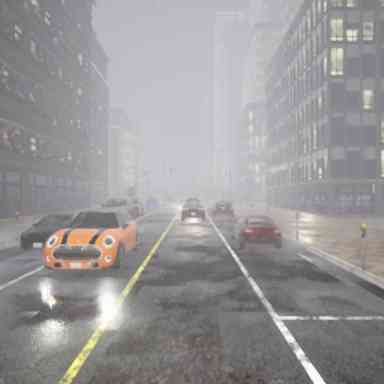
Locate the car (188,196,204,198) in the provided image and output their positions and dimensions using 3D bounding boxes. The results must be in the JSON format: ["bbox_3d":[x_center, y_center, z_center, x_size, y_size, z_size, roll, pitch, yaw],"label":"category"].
[{"bbox_3d":[0.102,1.437,43.555,2.097,1.767,4.553,0,0,0],"label":"car"}]

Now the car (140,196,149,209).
[{"bbox_3d":[-5.666,1.367,30.998,2.192,1.841,5.009,1,0,0],"label":"car"}]

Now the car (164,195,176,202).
[{"bbox_3d":[-5.629,1.554,79.973,2.192,1.841,5.009,0,0,0],"label":"car"}]

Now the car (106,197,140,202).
[{"bbox_3d":[-5.667,1.355,25.475,2.192,1.841,5.009,1,0,0],"label":"car"}]

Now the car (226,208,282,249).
[{"bbox_3d":[2.708,1.602,14.422,1.802,1.307,4.206,1,0,0],"label":"car"}]

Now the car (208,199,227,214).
[{"bbox_3d":[2.732,1.591,36.686,1.752,1.417,4.829,1,0,0],"label":"car"}]

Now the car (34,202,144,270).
[{"bbox_3d":[-3.094,1.366,11.118,2.097,1.767,4.553,0,0,0],"label":"car"}]

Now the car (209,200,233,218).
[{"bbox_3d":[2.727,1.492,30.992,1.967,1.590,4.097,1,0,0],"label":"car"}]

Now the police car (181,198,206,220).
[{"bbox_3d":[0.118,1.548,28.285,2.038,1.542,4.974,0,0,0],"label":"police car"}]

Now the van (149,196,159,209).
[{"bbox_3d":[-5.627,1.441,47.568,1.690,1.788,3.998,1,0,0],"label":"van"}]

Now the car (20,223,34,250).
[{"bbox_3d":[-5.672,1.586,14.428,1.947,1.339,4.313,1,0,0],"label":"car"}]
